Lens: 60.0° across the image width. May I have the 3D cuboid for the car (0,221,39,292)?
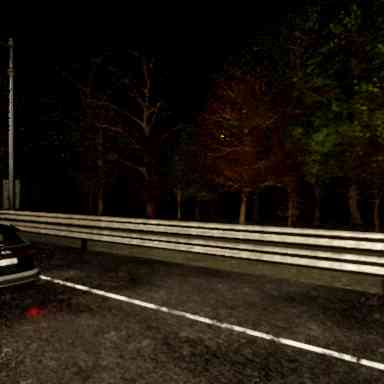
[{"bbox_3d":[-5.562,1.467,7.813,4.856,1.649,2.033,0,-1,34],"label":"car"}]
